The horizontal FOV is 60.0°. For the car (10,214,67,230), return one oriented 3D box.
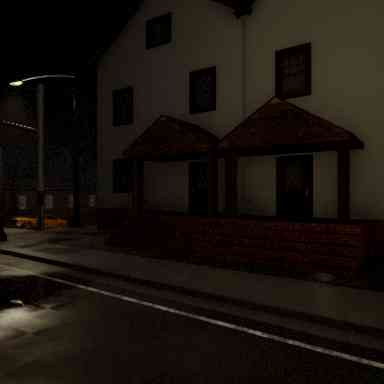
[{"bbox_3d":[-13.935,2.725,30.498,1.882,1.535,5.008,0,-9,36],"label":"car"}]
